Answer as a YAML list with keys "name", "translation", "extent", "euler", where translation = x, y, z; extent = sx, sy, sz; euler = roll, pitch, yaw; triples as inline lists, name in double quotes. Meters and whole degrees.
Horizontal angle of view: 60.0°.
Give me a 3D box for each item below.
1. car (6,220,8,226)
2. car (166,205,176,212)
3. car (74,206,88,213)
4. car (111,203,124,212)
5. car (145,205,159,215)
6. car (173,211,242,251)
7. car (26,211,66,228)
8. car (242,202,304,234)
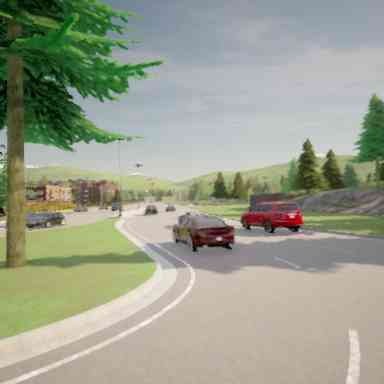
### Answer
- name: "car"
  translation: [-17.126, 2.760, 34.289]
  extent: [1.812, 1.442, 4.674]
  euler: [-1, -2, 0]
- name: "car"
  translation: [-4.391, 3.442, 69.337]
  extent: [1.994, 1.385, 4.181]
  euler: [-1, -1, -5]
- name: "car"
  translation: [-22.967, 3.609, 69.027]
  extent: [2.033, 1.411, 5.357]
  euler: [-1, -1, -5]
- name: "car"
  translation: [-16.265, 3.366, 72.845]
  extent: [2.150, 2.045, 5.566]
  euler: [-1, -1, -5]
- name: "car"
  translation: [-6.712, 2.935, 55.764]
  extent: [2.097, 1.767, 4.553]
  euler: [-1, -1, -5]
- name: "car"
  translation: [0.416, 1.904, 16.429]
  extent: [1.882, 1.535, 5.008]
  euler: [0, -2, -17]
- name: "car"
  translation: [-13.778, 2.607, 31.725]
  extent: [1.837, 1.490, 4.892]
  euler: [-1, -2, 4]
- name: "car"
  translation: [5.483, 1.728, 23.428]
  extent: [2.150, 2.045, 5.566]
  euler: [-1, -2, -18]
